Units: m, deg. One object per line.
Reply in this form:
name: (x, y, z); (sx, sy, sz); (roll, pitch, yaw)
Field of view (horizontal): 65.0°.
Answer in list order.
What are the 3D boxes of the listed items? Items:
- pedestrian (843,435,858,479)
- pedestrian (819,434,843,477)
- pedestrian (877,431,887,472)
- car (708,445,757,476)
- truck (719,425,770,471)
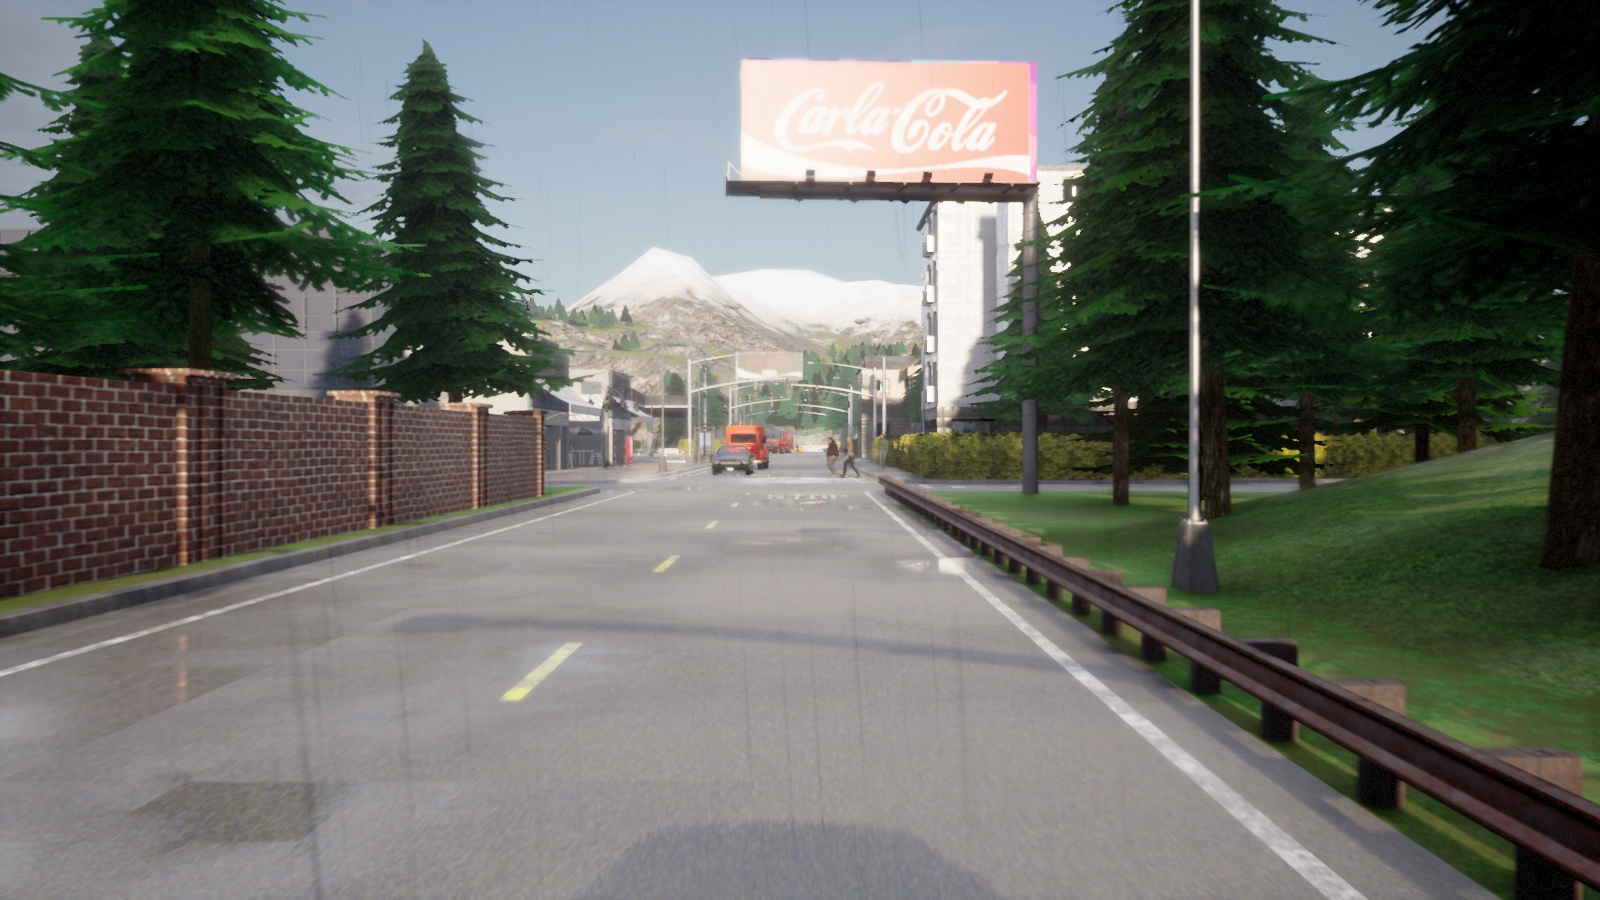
pedestrian: (2.114, 0.286, 52.932); (0.634, 1.846, 0.331); (0, 0, 2)
pedestrian: (1.363, 0.233, 55.216); (0.899, 1.844, 0.634); (0, 0, -18)
pedestrian: (3.730, 0.086, 56.834); (0.353, 1.847, 0.614); (0, 0, 14)
car: (-3.145, 0.456, 59.525); (2.033, 1.411, 5.357); (0, 0, 0)
truck: (-3.081, -0.144, 70.759); (2.627, 2.467, 5.204); (0, 1, 0)
